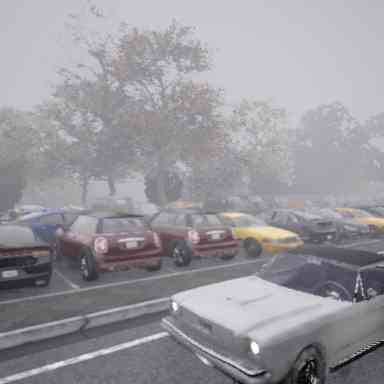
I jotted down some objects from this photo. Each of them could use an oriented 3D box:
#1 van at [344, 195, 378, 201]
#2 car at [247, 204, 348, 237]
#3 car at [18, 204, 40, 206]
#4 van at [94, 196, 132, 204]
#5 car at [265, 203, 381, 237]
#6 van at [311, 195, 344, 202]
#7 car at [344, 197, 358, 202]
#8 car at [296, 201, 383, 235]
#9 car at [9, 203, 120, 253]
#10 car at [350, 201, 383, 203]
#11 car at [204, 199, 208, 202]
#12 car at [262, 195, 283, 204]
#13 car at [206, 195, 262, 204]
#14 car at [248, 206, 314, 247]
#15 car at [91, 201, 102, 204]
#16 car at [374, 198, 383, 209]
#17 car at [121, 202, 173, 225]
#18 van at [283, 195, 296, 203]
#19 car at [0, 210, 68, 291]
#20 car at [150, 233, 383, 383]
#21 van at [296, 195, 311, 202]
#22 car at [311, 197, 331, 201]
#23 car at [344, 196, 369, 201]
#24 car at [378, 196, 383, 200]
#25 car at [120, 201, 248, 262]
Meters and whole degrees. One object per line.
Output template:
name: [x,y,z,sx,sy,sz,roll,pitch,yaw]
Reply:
van: [21.171,1.424,43.465,1.878,1.987,4.442,1,0,-35]
car: [4.011,1.513,15.057,2.231,1.521,4.892,0,0,-35]
car: [-10.255,1.483,20.962,2.097,1.535,5.008,0,0,-35]
van: [-5.912,1.275,24.200,1.878,1.987,4.442,0,0,-35]
car: [6.266,1.522,16.677,2.231,1.521,4.892,0,0,-35]
van: [14.650,1.361,38.550,1.878,1.987,4.442,0,0,-36]
car: [16.811,1.632,40.257,2.163,1.488,4.792,0,0,-35]
car: [8.639,1.527,18.129,1.946,1.575,5.366,0,0,-35]
car: [-5.273,1.468,13.900,5.008,1.535,1.882,0,1,-35]
car: [13.073,1.578,21.475,2.163,1.488,4.792,0,0,-35]
car: [-1.225,1.520,27.384,2.097,1.535,5.008,0,0,-35]
car: [5.562,1.296,32.184,2.435,2.045,5.566,0,0,-35]
car: [3.304,1.287,30.579,2.435,2.045,5.566,0,0,-35]
car: [1.853,1.500,13.302,1.946,1.575,5.366,0,0,-35]
car: [-7.999,1.532,22.571,2.002,1.452,4.674,0,0,-35]
car: [30.473,1.779,49.711,1.946,1.575,5.366,1,0,-35]
car: [-3.589,1.550,25.713,2.002,1.452,4.674,0,0,-35]
van: [7.870,1.331,33.717,1.878,1.987,4.442,0,0,-35]
car: [-5.038,1.475,8.621,2.097,1.535,5.008,0,0,-35]
car: [1.936,1.597,5.070,4.718,1.301,1.895,0,0,-36]
van: [9.992,1.340,35.513,1.878,1.987,4.442,0,0,-35]
car: [12.313,1.575,37.027,2.097,1.535,5.008,0,0,-35]
car: [18.962,1.652,41.786,2.163,1.488,4.792,1,0,-35]
car: [23.611,1.712,45.023,2.163,1.488,4.792,1,0,-35]
car: [-0.498,1.368,11.818,2.185,1.767,4.553,0,0,-35]
